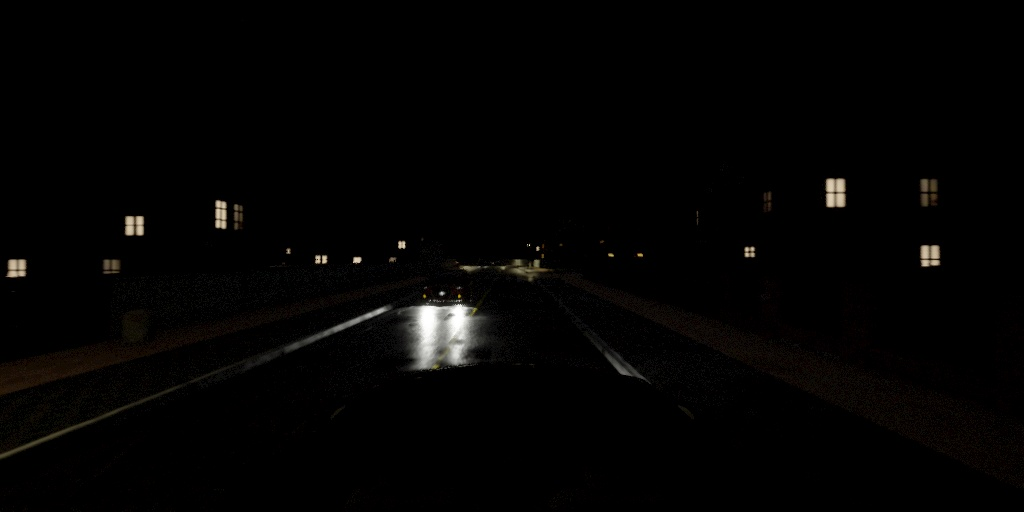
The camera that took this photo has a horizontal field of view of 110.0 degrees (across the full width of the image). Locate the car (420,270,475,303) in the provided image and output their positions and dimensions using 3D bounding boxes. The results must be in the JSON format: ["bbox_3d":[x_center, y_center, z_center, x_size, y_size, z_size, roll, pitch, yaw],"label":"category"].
[{"bbox_3d":[-2.844,1.331,16.558,1.994,1.385,4.181,0,0,0],"label":"car"}]
